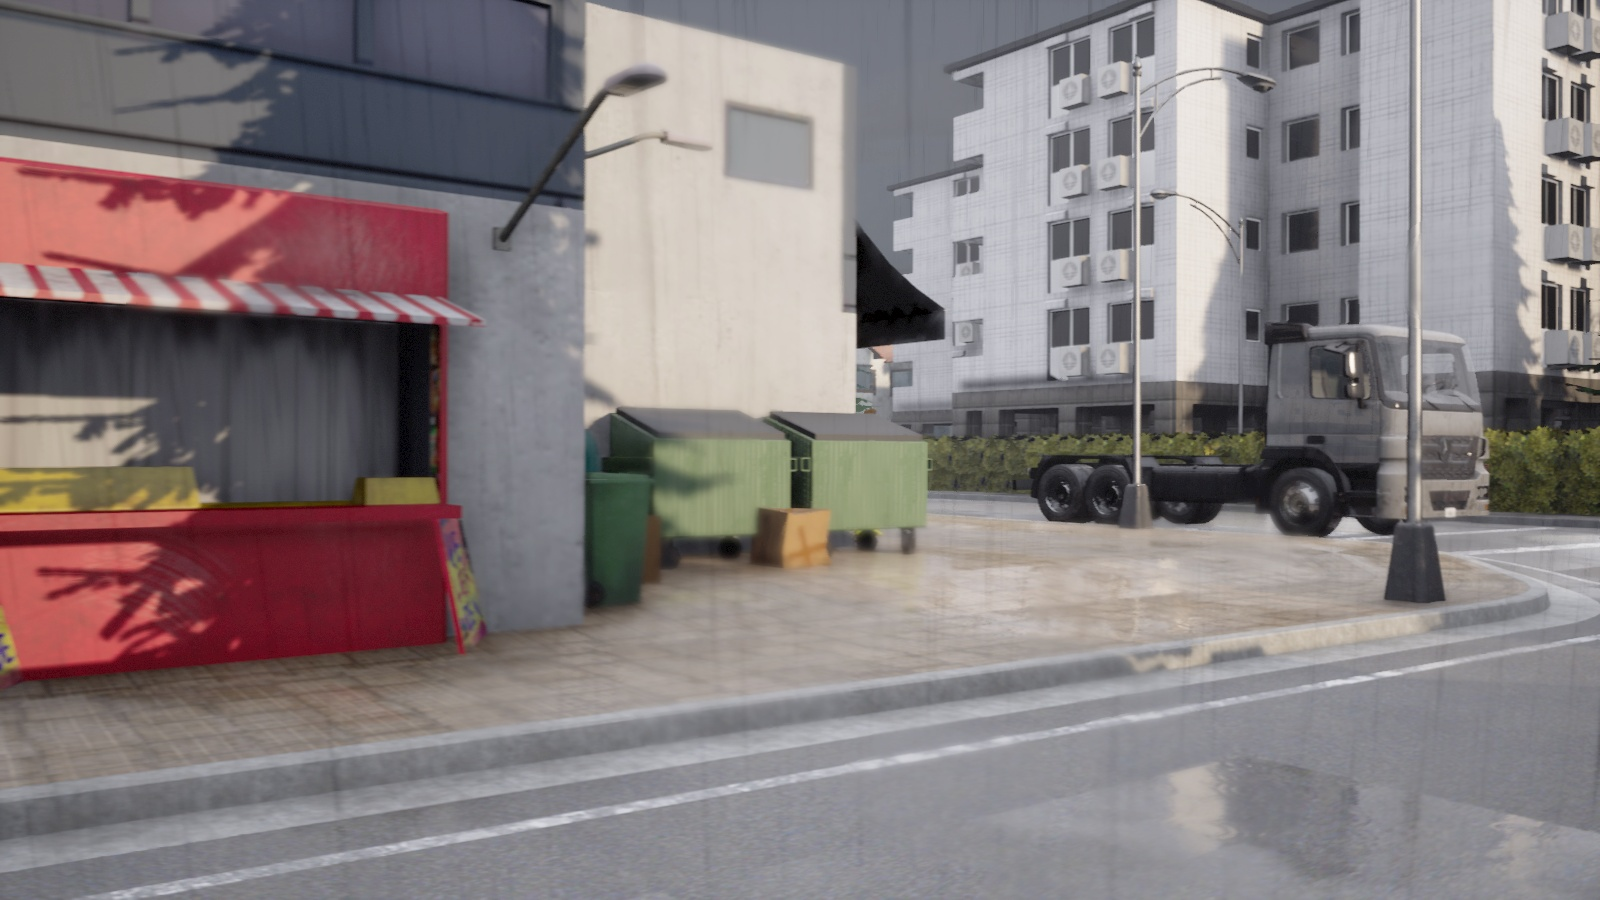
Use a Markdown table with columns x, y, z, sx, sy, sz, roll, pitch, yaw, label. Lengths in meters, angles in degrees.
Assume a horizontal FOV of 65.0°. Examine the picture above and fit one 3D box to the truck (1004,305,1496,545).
| x | y | z | sx | sy | sz | roll | pitch | yaw | label |
| --- | --- | --- | --- | --- | --- | --- | --- | --- | --- |
| 7.501 | -0.345 | 22.222 | 2.891 | 3.462 | 7.936 | 0 | 0 | -36 | truck |
